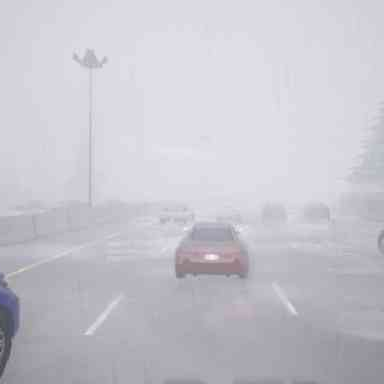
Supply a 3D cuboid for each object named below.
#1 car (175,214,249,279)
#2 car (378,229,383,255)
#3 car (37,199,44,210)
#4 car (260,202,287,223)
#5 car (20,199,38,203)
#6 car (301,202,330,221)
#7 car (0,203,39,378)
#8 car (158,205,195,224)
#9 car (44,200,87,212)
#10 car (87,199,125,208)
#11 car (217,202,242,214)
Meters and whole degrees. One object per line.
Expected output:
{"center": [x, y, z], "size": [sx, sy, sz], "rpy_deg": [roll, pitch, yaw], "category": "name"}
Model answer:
{"center": [0.635, 1.585, 10.223], "size": [1.994, 1.385, 4.181], "rpy_deg": [0, 0, 4], "category": "car"}
{"center": [3.736, 1.370, 2.757], "size": [2.097, 1.767, 4.553], "rpy_deg": [0, 0, 1], "category": "car"}
{"center": [-15.754, 1.619, 39.749], "size": [1.895, 1.301, 4.718], "rpy_deg": [0, 0, 15], "category": "car"}
{"center": [6.512, 1.563, 26.637], "size": [2.128, 1.511, 4.902], "rpy_deg": [0, 0, 11], "category": "car"}
{"center": [-19.307, 1.554, 40.005], "size": [2.033, 1.411, 5.357], "rpy_deg": [0, 0, 15], "category": "car"}
{"center": [10.477, 1.566, 28.433], "size": [1.882, 1.535, 5.008], "rpy_deg": [0, 0, 13], "category": "car"}
{"center": [-3.319, 1.214, 1.924], "size": [2.150, 2.045, 5.566], "rpy_deg": [0, 0, 1], "category": "car"}
{"center": [-1.015, 1.642, 24.749], "size": [1.895, 1.301, 4.718], "rpy_deg": [0, 0, 10], "category": "car"}
{"center": [-13.103, 1.568, 36.093], "size": [2.033, 1.411, 5.357], "rpy_deg": [0, 0, 14], "category": "car"}
{"center": [-9.168, 1.529, 37.173], "size": [2.128, 1.511, 4.902], "rpy_deg": [0, 0, 15], "category": "car"}
{"center": [3.110, 1.587, 27.515], "size": [1.812, 1.442, 4.674], "rpy_deg": [0, 0, 11], "category": "car"}
